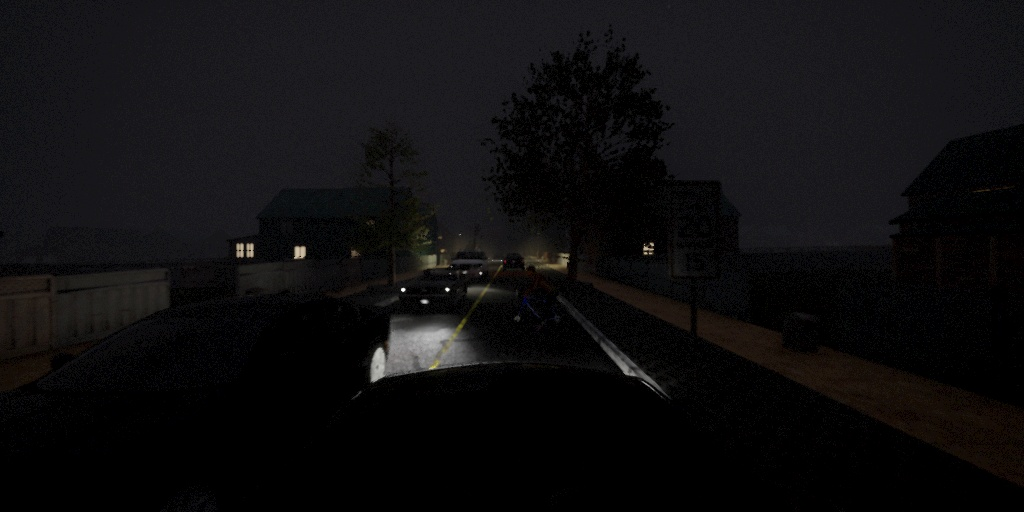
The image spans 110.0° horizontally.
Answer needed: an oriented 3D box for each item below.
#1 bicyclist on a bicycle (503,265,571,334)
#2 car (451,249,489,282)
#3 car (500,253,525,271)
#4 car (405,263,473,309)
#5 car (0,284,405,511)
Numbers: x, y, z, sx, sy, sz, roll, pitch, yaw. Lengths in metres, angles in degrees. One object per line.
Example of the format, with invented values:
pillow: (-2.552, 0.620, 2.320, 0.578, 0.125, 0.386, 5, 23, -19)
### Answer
bicyclist on a bicycle: (0.609, 1.044, 8.619, 1.656, 1.620, 0.582, 0, 0, -1)
car: (-2.792, 0.576, 24.314, 2.150, 2.045, 5.566, 0, 1, 0)
car: (0.166, 0.509, 35.071, 2.097, 1.767, 4.553, 0, 1, 0)
car: (-2.823, 1.141, 13.850, 1.895, 1.301, 4.718, 0, 1, 0)
car: (-2.846, 1.198, 3.693, 1.882, 1.535, 5.008, 0, 1, 0)
